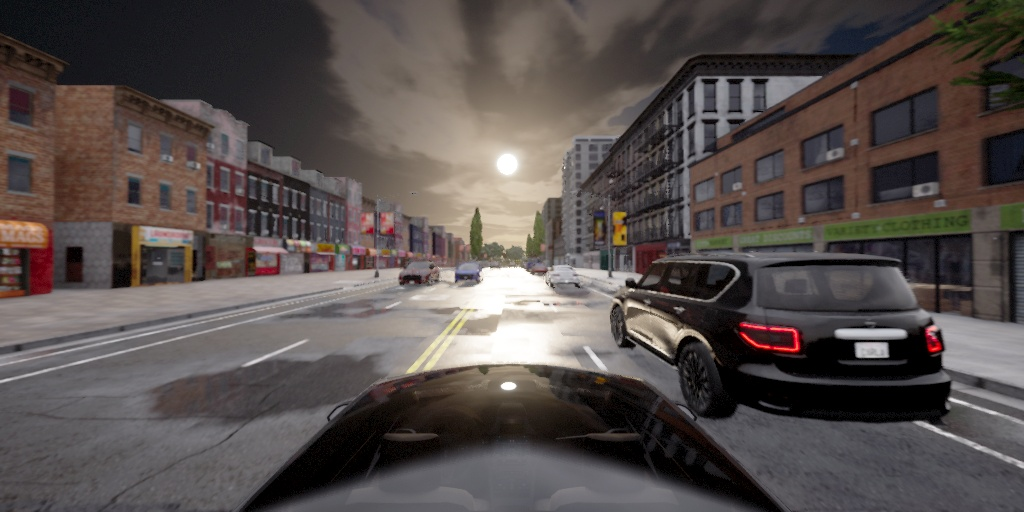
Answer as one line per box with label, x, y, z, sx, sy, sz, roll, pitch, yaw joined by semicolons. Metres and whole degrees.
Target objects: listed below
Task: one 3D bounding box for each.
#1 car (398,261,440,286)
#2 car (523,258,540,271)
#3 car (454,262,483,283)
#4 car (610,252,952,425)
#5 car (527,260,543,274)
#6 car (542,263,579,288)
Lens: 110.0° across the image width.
car;-6.600;1.153;25.881;2.097;1.767;4.553;0;0;0
car;3.241;1.292;53.867;2.150;2.045;5.566;0;-1;0
car;-3.350;1.286;28.465;1.882;1.535;5.008;0;0;0
car;3.349;0.975;6.019;2.150;2.045;5.566;0;0;0
car;3.243;1.481;42.832;1.994;1.385;4.181;0;-1;0
car;3.344;1.323;24.178;1.812;1.442;4.674;0;0;0
